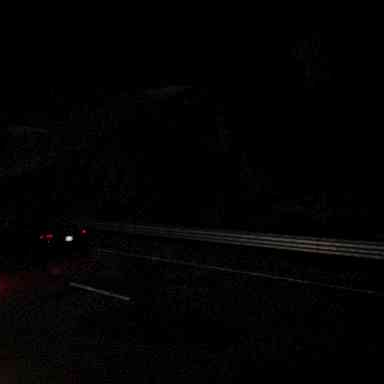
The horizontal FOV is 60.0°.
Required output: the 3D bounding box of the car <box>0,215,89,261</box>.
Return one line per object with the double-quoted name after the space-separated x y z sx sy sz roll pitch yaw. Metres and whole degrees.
-5.762 1.550 12.371 4.181 1.385 1.994 0 0 36 "car"
